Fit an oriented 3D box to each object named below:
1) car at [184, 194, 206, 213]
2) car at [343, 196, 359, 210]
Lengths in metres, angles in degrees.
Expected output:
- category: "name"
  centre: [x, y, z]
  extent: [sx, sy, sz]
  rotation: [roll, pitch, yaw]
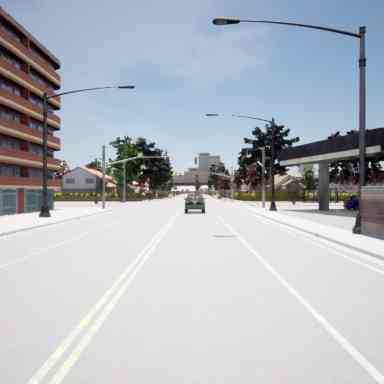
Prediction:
- category: "car"
  centre: [0.311, 1.221, 36.541]
  extent: [2.150, 2.045, 5.566]
  rotation: [0, 0, 0]
- category: "car"
  centre: [20.501, 1.295, 39.459]
  extent: [4.611, 1.667, 2.242]
  rotation: [0, 0, 2]
